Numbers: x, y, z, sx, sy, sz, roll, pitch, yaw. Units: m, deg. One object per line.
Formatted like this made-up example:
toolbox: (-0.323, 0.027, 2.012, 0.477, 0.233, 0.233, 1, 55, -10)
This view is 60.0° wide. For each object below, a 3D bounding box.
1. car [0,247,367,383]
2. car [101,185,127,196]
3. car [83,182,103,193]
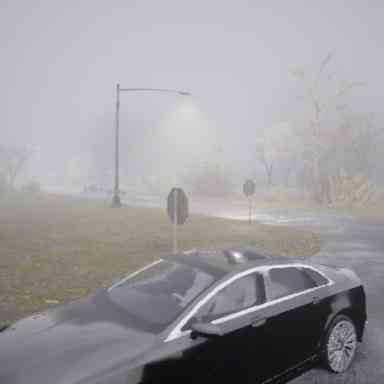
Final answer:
car: (0.182, 1.501, 4.000, 4.902, 1.511, 2.128, 0, 0, -35)
car: (-11.906, -0.131, 51.705, 1.895, 1.301, 4.718, 0, 2, -36)
car: (-17.729, -0.832, 59.825, 2.150, 2.045, 5.566, 0, 2, -36)
